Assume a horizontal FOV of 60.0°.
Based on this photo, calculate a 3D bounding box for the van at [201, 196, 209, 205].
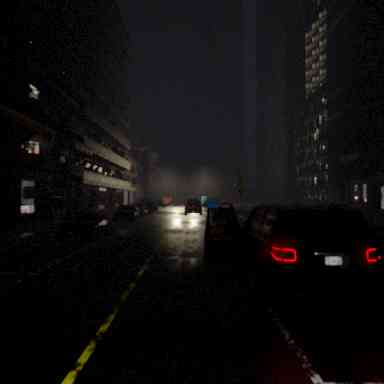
[{"bbox_3d":[2.900,1.900,73.459,1.690,1.788,3.998,1,0,0],"label":"van"}]

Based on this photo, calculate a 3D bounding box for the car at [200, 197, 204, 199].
[{"bbox_3d":[0.180,1.704,46.435,2.097,1.767,4.553,0,0,1],"label":"car"}]

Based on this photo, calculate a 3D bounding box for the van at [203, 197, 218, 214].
[{"bbox_3d":[2.827,1.685,45.611,1.690,1.788,3.998,1,0,0],"label":"van"}]

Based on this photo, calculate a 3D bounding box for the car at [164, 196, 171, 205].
[{"bbox_3d":[-5.512,2.000,62.171,1.752,1.417,4.829,1,0,0],"label":"car"}]

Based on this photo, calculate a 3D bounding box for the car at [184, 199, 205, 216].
[{"bbox_3d":[0.169,1.780,36.369,1.837,1.490,4.892,0,0,1],"label":"car"}]

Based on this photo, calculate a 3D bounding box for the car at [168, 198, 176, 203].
[{"bbox_3d":[-5.439,2.238,90.188,1.887,1.381,4.507,1,0,0],"label":"car"}]

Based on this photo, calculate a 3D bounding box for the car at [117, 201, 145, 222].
[{"bbox_3d":[-5.601,1.786,28.924,1.947,1.339,4.313,1,0,0],"label":"car"}]

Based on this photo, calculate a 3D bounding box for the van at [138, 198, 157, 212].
[{"bbox_3d":[-5.568,1.646,40.065,1.690,1.788,3.998,1,0,0],"label":"van"}]

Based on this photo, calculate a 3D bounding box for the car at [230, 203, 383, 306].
[{"bbox_3d":[2.418,1.283,8.340,2.150,2.045,5.566,0,0,0],"label":"car"}]

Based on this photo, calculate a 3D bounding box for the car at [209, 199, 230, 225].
[{"bbox_3d":[2.781,1.657,28.902,1.967,1.590,4.097,1,0,0],"label":"car"}]

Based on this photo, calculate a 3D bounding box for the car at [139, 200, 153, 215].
[{"bbox_3d":[-5.586,1.813,34.493,2.008,1.369,4.403,1,0,0],"label":"car"}]

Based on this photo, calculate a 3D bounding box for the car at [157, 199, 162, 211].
[{"bbox_3d":[-5.556,1.872,45.463,1.752,1.417,4.829,1,0,0],"label":"car"}]

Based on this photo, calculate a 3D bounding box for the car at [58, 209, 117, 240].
[{"bbox_3d":[-5.630,1.681,17.784,1.887,1.381,4.507,1,0,0],"label":"car"}]

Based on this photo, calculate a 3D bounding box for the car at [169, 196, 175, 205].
[{"bbox_3d":[-5.479,1.877,73.481,2.192,1.841,5.009,1,0,0],"label":"car"}]

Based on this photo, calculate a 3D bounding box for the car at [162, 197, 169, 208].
[{"bbox_3d":[-5.527,1.984,56.770,2.008,1.369,4.403,1,0,0],"label":"car"}]

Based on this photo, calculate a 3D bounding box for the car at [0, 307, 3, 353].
[{"bbox_3d":[-3.094,1.521,1.891,1.837,1.490,4.892,0,0,0],"label":"car"}]

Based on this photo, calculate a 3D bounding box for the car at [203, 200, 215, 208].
[{"bbox_3d":[2.853,2.012,56.747,1.802,1.307,4.206,1,0,0],"label":"car"}]

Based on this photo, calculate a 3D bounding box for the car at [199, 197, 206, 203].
[{"bbox_3d":[2.942,2.217,90.335,1.752,1.417,4.829,1,0,0],"label":"car"}]

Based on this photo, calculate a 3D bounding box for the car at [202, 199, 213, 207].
[{"bbox_3d":[2.869,1.999,62.487,1.752,1.417,4.829,1,0,0],"label":"car"}]
